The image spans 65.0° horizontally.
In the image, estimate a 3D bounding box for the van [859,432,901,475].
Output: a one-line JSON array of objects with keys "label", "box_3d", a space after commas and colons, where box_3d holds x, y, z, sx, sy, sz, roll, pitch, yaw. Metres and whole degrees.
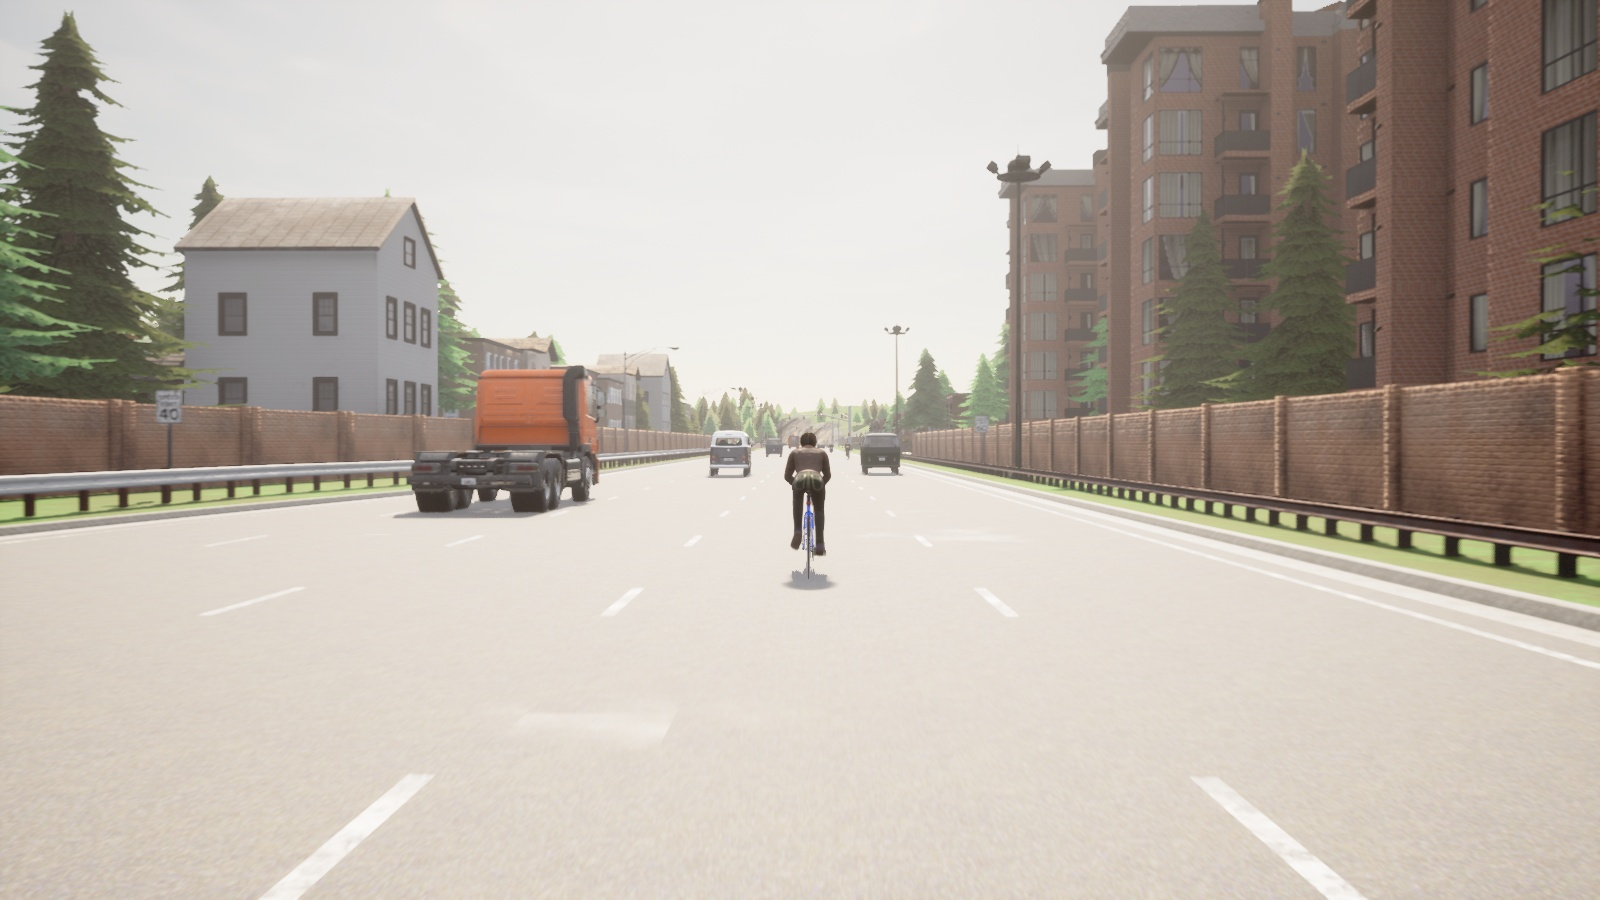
[{"label": "van", "box_3d": [3.863, 0.156, 61.009, 1.775, 1.987, 4.442, 0, 0, 0]}]

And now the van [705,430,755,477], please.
[{"label": "van", "box_3d": [-3.158, 0.140, 57.642, 2.069, 2.038, 4.480, 0, 0, 0]}]

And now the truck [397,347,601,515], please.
[{"label": "truck", "box_3d": [-6.815, -0.410, 29.768, 2.891, 3.462, 7.936, 0, 0, 0]}]

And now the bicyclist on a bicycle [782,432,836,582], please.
[{"label": "bicyclist on a bicycle", "box_3d": [0.097, 0.617, 14.417, 0.582, 1.620, 1.656, 0, 0, 0]}]
